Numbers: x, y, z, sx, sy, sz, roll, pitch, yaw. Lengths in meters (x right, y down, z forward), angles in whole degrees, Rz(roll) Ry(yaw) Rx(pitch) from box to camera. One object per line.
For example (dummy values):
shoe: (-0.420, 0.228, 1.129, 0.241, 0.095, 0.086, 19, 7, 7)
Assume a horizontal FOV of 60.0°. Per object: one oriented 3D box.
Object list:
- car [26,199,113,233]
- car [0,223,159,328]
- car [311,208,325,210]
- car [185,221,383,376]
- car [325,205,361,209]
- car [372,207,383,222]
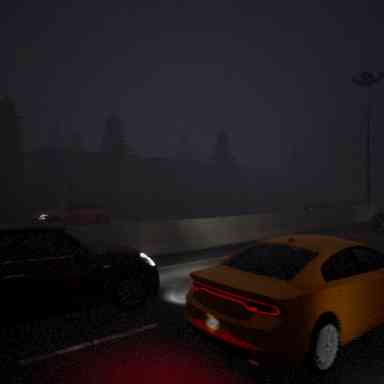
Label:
car: (-7.495, 1.398, 20.589, 4.553, 1.767, 2.097, 0, 0, -41)
car: (-2.881, 1.368, 6.234, 4.553, 1.767, 2.097, 0, 0, -36)
car: (13.746, 1.587, 36.231, 4.181, 1.385, 1.994, 0, 0, -45)
car: (2.191, 1.482, 5.697, 5.008, 1.535, 1.882, 0, 0, -39)
car: (15.230, 1.540, 32.765, 4.674, 1.442, 1.812, 0, 0, -45)
car: (12.002, 1.528, 19.407, 4.674, 1.442, 1.812, 0, 0, -45)
